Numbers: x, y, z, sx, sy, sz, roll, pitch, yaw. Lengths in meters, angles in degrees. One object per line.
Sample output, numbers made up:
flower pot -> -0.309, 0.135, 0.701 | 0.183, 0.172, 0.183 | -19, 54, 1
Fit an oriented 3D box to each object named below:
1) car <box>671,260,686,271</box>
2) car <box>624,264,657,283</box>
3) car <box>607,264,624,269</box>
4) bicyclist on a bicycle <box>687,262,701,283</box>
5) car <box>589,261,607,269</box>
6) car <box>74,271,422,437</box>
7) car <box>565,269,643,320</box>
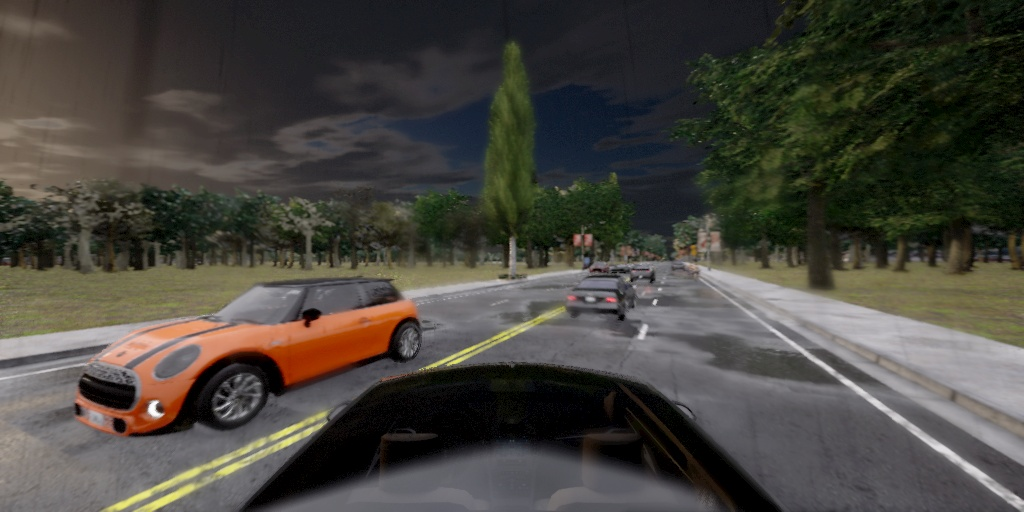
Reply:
car -> 26.655, 1.644, 57.372 | 2.128, 1.511, 4.902 | -1, -1, 24
car -> 11.262, 1.468, 30.800 | 2.128, 1.511, 4.902 | -1, -1, 24
car -> 13.163, 1.696, 43.543 | 1.895, 1.301, 4.718 | -1, -1, 24
bicyclist on a bicycle -> 15.151, 1.375, 29.550 | 0.866, 1.612, 1.509 | -1, -1, 24
car -> 11.917, 1.510, 48.725 | 2.097, 1.767, 4.553 | -1, -1, 24
car -> -3.593, 1.169, 5.938 | 2.097, 1.767, 4.553 | -1, -1, 24
car -> 3.423, 1.394, 13.205 | 2.033, 1.411, 5.357 | -1, -1, 24
